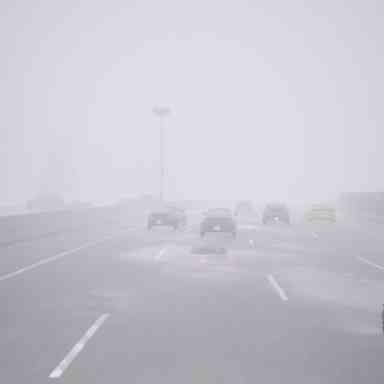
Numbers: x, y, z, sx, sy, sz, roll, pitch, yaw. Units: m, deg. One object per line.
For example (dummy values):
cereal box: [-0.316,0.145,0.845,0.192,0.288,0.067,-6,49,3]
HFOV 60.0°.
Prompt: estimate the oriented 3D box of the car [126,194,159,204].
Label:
car: [-6.500,1.294,46.207,2.150,2.045,5.566,0,0,18]

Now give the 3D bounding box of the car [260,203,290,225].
car: [6.222,1.574,24.994,1.837,1.490,4.892,0,0,11]

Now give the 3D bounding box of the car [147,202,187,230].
car: [-1.530,1.564,21.373,1.812,1.442,4.674,0,0,9]

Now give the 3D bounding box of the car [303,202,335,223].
car: [10.182,1.563,26.870,1.882,1.535,5.008,0,0,12]

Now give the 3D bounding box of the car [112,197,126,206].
car: [-9.593,1.569,47.934,1.837,1.490,4.892,0,0,18]

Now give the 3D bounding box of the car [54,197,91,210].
car: [-14.959,1.639,42.440,1.895,1.301,4.718,0,0,16]

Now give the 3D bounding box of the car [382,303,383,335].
car: [3.749,1.370,2.933,2.097,1.767,4.553,0,0,1]

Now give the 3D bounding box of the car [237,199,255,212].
car: [6.424,1.604,40.014,1.837,1.490,4.892,0,0,17]

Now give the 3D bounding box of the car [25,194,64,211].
car: [-18.579,1.249,42.506,2.150,2.045,5.566,0,0,16]

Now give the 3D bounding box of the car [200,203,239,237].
car: [1.522,1.567,18.277,1.812,1.442,4.674,0,0,8]
